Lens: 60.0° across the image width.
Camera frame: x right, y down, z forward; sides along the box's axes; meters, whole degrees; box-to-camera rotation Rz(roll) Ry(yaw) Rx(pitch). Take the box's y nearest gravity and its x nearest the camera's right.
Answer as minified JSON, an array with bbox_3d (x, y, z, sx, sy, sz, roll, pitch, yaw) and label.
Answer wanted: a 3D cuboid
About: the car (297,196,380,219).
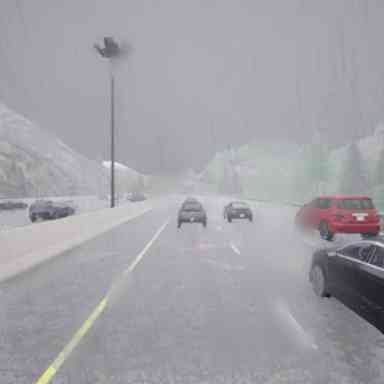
[{"bbox_3d":[7.038,1.185,16.554,2.150,2.045,5.566,0,0,0],"label":"car"}]

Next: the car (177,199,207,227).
[{"bbox_3d":[-0.002,1.456,22.489,2.128,1.511,4.902,0,0,0],"label":"car"}]

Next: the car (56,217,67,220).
[{"bbox_3d":[-10.716,1.576,25.776,1.895,1.301,4.718,0,0,0],"label":"car"}]

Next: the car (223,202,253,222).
[{"bbox_3d":[3.485,1.481,25.517,1.812,1.442,4.674,0,0,0],"label":"car"}]

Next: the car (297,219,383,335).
[{"bbox_3d":[3.560,1.477,5.560,2.128,1.511,4.902,0,0,0],"label":"car"}]

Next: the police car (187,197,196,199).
[{"bbox_3d":[-0.096,1.440,41.743,2.038,1.542,4.974,0,0,0],"label":"police car"}]
